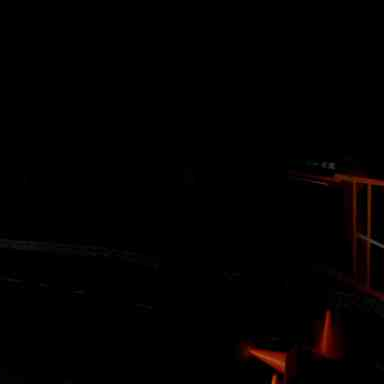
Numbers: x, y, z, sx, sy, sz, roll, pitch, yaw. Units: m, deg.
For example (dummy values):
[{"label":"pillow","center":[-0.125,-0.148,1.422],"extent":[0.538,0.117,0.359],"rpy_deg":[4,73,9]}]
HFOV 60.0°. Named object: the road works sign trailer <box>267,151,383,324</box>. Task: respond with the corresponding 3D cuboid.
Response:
[{"label":"road works sign trailer","center":[2.516,0.721,5.097],"extent":[2.880,2.380,3.560],"rpy_deg":[-17,18,-28]}]
